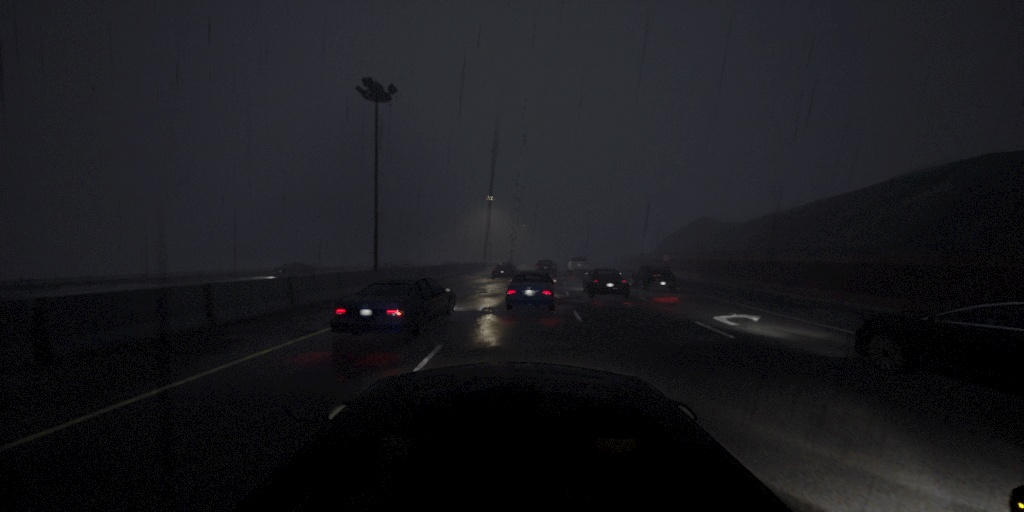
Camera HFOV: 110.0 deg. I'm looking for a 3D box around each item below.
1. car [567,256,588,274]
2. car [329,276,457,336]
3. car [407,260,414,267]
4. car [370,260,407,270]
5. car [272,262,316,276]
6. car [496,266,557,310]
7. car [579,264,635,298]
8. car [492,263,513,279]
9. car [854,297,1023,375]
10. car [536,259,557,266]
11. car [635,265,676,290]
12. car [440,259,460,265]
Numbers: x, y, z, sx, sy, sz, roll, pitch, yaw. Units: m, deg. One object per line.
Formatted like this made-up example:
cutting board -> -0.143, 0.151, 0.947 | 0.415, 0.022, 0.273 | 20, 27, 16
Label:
car -> 7.635, 1.006, 41.496 | 2.150, 2.045, 5.566 | 0, 0, 7
car -> -3.041, 1.292, 10.390 | 2.033, 1.411, 5.357 | 0, 0, 4
car -> -15.839, 1.247, 52.235 | 1.812, 1.442, 4.674 | 0, 0, 8
car -> -13.925, 1.324, 39.925 | 1.895, 1.301, 4.718 | 0, 0, 7
car -> -21.522, 1.264, 35.627 | 1.994, 1.385, 4.181 | 0, 0, 7
car -> 0.835, 1.304, 14.772 | 2.033, 1.411, 5.357 | 0, 0, 6
car -> 4.835, 1.333, 18.844 | 1.994, 1.385, 4.181 | 0, 0, 6
car -> -0.578, 1.322, 32.282 | 1.994, 1.385, 4.181 | 0, 0, 7
car -> 7.222, 1.263, 4.612 | 2.128, 1.511, 4.902 | 0, 0, 1
car -> 3.421, 1.123, 36.048 | 2.097, 1.767, 4.553 | 0, 0, 7
car -> 8.799, 1.286, 22.588 | 1.837, 1.490, 4.892 | 0, 0, 7
car -> -8.890, 1.233, 51.420 | 2.128, 1.511, 4.902 | 0, 0, 8
